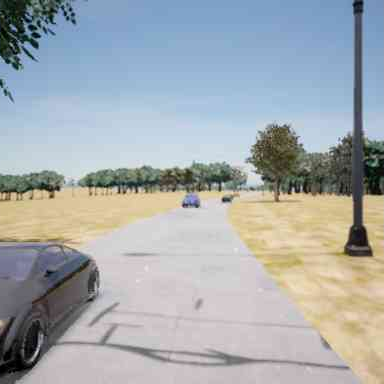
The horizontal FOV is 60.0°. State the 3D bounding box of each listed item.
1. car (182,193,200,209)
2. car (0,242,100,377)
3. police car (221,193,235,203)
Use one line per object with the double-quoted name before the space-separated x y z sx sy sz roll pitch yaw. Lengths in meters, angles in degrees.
"car" -0.063 1.227 47.415 2.150 2.045 5.566 0 0 7
"car" -3.006 1.573 5.540 1.994 1.385 4.181 0 0 1
"police car" 6.923 1.304 66.372 1.930 1.638 5.238 0 0 10
